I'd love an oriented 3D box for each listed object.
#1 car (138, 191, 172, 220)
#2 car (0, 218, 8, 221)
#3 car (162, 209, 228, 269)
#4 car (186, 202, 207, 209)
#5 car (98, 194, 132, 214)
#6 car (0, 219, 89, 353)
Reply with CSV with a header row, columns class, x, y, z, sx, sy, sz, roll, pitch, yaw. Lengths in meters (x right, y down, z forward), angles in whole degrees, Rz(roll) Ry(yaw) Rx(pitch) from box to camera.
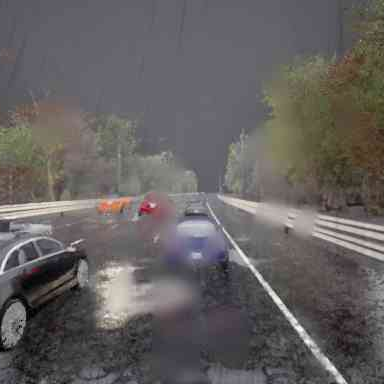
class,x,y,z,sx,sy,sz,roll,pitch,yaw
car,-3.021,1.028,28.316,2.150,2.045,5.566,15,3,0
car,-6.853,1.602,12.011,1.895,1.301,4.718,0,0,1
car,0.142,1.527,11.087,1.812,1.442,4.674,0,0,1
car,0.382,1.559,29.789,1.994,1.385,4.181,0,0,1
car,-6.659,0.923,29.082,2.097,1.767,4.553,-3,0,1
car,-3.411,1.494,6.128,2.128,1.511,4.902,0,0,1
